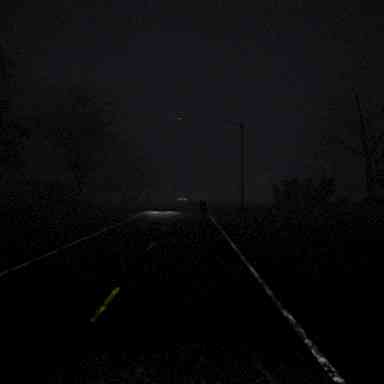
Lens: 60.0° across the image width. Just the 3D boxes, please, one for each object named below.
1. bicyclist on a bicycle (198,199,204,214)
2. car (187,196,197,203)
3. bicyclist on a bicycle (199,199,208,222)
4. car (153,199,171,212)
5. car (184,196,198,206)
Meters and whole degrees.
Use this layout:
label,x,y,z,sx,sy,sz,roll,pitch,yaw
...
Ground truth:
label,x,y,z,sx,sy,sz,roll,pitch,yaw
bicyclist on a bicycle,0.973,1.511,35.164,0.582,1.620,1.656,0,0,0
car,0.017,1.661,73.648,1.994,1.385,4.181,0,0,0
bicyclist on a bicycle,0.971,1.497,26.011,0.582,1.620,1.656,0,0,0
car,-3.574,1.591,40.412,1.812,1.442,4.674,0,0,0
car,0.116,1.636,56.864,2.033,1.411,5.357,0,0,0
